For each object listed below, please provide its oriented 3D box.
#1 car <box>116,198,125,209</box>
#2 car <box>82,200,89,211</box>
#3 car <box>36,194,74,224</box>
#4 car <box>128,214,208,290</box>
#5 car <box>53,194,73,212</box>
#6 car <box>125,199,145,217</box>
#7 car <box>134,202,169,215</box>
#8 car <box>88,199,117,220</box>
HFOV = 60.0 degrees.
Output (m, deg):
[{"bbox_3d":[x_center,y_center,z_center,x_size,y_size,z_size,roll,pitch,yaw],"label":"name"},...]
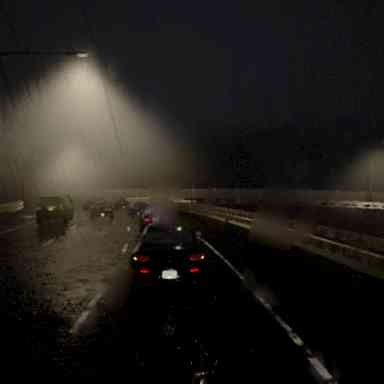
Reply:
[{"bbox_3d":[-9.436,1.606,43.824,1.837,1.490,4.892,0,0,-23],"label":"car"},{"bbox_3d":[-12.996,1.666,43.185,1.994,1.385,4.181,0,0,-23],"label":"car"},{"bbox_3d":[-10.562,1.288,25.884,2.150,2.045,5.566,0,0,-15],"label":"car"},{"bbox_3d":[-0.671,1.546,9.120,1.812,1.442,4.674,0,0,-5],"label":"car"},{"bbox_3d":[-16.562,1.329,42.665,2.150,2.045,5.566,0,0,-24],"label":"car"},{"bbox_3d":[-5.060,1.596,31.868,1.812,1.442,4.674,0,0,-17],"label":"car"},{"bbox_3d":[-2.350,1.592,20.758,2.033,1.411,5.357,0,0,-11],"label":"car"},{"bbox_3d":[-7.852,1.573,29.053,1.837,1.490,4.892,0,0,-16],"label":"car"}]
